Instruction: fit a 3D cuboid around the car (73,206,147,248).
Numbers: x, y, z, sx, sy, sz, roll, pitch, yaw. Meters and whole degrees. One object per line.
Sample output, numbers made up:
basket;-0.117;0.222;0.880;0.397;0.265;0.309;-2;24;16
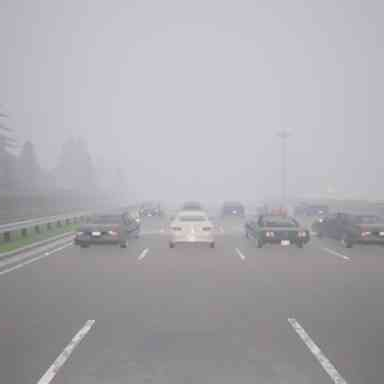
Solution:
car;-3.500;1.563;14.650;2.033;1.411;5.357;0;0;0

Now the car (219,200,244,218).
car;3.500;1.485;29.650;1.882;1.535;5.008;0;0;0

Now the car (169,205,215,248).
car;0.000;1.533;14.650;1.812;1.442;4.674;0;0;0

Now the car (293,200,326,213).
car;10.500;1.485;29.650;1.882;1.535;5.008;0;0;0

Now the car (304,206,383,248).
car;7.000;1.563;14.650;2.033;1.411;5.357;0;0;0

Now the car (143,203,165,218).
car;-3.500;1.616;29.680;1.895;1.301;4.718;0;0;0

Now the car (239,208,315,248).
car;3.500;1.616;14.680;1.895;1.301;4.718;0;0;0

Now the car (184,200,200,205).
car;0.000;1.516;29.650;1.837;1.490;4.892;0;0;0

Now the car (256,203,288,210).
car;7.000;1.616;29.680;1.895;1.301;4.718;0;0;0
